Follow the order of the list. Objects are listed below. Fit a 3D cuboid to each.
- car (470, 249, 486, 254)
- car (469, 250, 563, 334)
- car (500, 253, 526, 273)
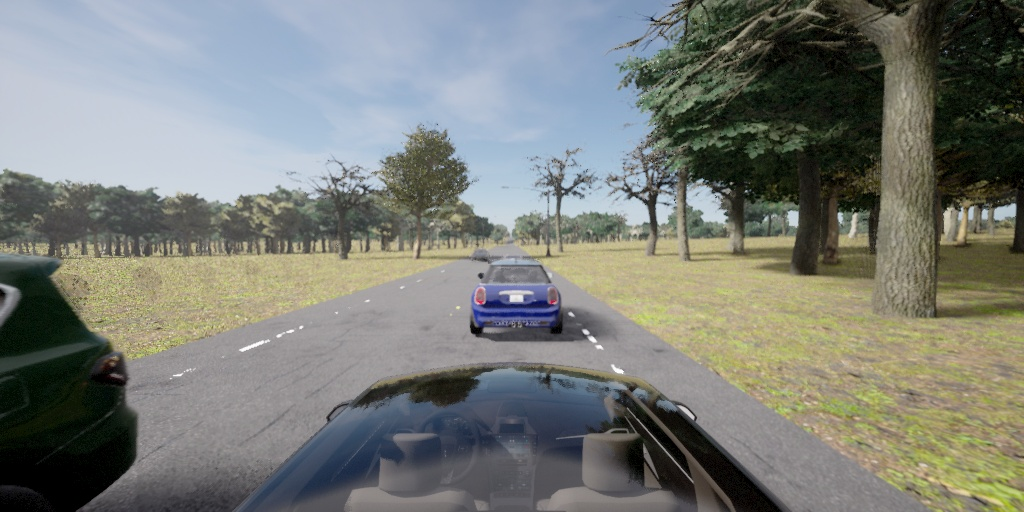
[{"bbox_3d":[-3.642,-0.061,41.469,1.837,1.490,4.892,0,2,0],"label":"car"},{"bbox_3d":[0.088,0.853,9.805,2.097,1.767,4.553,0,2,0],"label":"car"},{"bbox_3d":[0.068,0.504,27.907,1.895,1.301,4.718,0,2,0],"label":"car"}]
